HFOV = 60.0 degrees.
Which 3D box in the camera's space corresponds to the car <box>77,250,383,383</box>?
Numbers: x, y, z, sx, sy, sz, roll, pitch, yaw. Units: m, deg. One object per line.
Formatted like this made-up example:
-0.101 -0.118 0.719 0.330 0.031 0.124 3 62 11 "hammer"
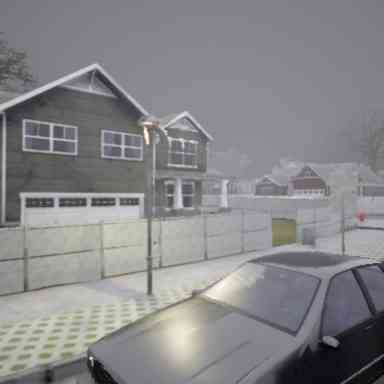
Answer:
1.440 1.549 4.280 5.357 1.411 2.033 0 0 -38 "car"
